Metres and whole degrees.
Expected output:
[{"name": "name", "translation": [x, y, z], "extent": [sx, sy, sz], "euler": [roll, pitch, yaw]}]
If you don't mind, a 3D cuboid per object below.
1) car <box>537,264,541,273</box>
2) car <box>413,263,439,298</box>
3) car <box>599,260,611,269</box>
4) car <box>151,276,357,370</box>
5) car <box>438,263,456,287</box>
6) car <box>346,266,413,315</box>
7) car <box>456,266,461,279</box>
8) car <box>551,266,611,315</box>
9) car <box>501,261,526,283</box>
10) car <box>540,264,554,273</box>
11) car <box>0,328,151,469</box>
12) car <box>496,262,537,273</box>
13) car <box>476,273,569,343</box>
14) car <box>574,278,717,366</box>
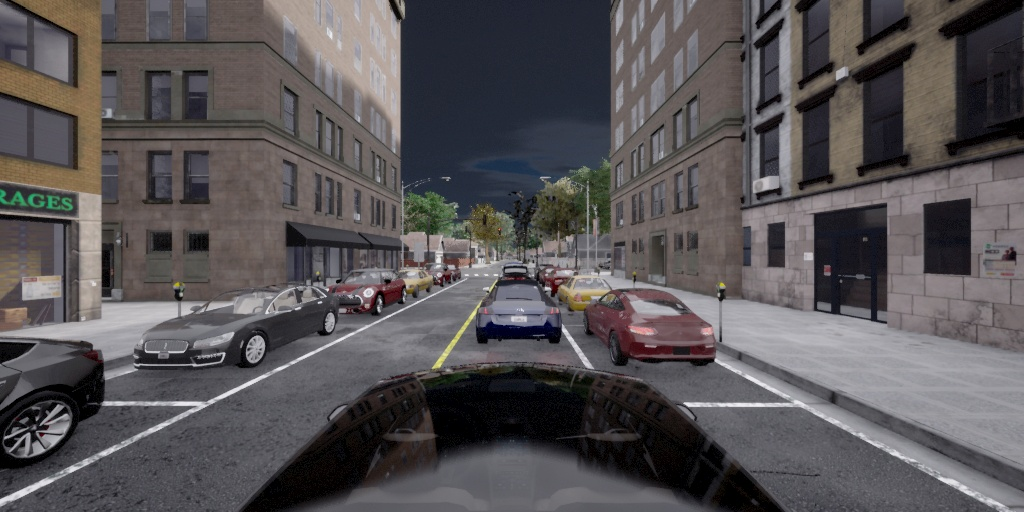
[{"name": "car", "translation": [2.749, 1.341, 24.230], "extent": [1.802, 1.307, 4.207], "euler": [0, 0, 0]}, {"name": "car", "translation": [-5.306, 1.281, 18.582], "extent": [1.751, 1.417, 4.829], "euler": [0, 0, 0]}, {"name": "car", "translation": [14.987, 1.170, 49.404], "extent": [4.902, 1.511, 2.128], "euler": [0, 0, 0]}, {"name": "car", "translation": [-5.364, 1.301, 7.715], "extent": [2.007, 1.370, 4.403], "euler": [0, 0, 0]}, {"name": "car", "translation": [-5.276, 1.199, 24.271], "extent": [1.967, 1.591, 4.097], "euler": [0, 0, 0]}, {"name": "car", "translation": [-5.334, 1.192, 13.233], "extent": [1.967, 1.591, 4.097], "euler": [0, 0, 0]}, {"name": "car", "translation": [-5.247, 1.344, 29.790], "extent": [1.802, 1.307, 4.207], "euler": [0, 0, 0]}, {"name": "car", "translation": [2.691, 1.278, 13.364], "extent": [1.751, 1.417, 4.829], "euler": [0, 0, 0]}, {"name": "car", "translation": [0.130, 1.240, 29.317], "extent": [1.882, 1.535, 5.008], "euler": [0, 0, 0]}, {"name": "car", "translation": [2.720, 1.301, 18.712], "extent": [1.888, 1.381, 4.507], "euler": [0, 0, 0]}, {"name": "car", "translation": [-5.393, 1.316, 2.197], "extent": [1.948, 1.339, 4.313], "euler": [0, 0, 0]}, {"name": "car", "translation": [0.186, 1.261, 19.636], "extent": [1.837, 1.490, 4.892], "euler": [0, 0, 0]}, {"name": "car", "translation": [0.140, 1.315, 9.651], "extent": [1.994, 1.385, 4.181], "euler": [0, 0, 0]}, {"name": "car", "translation": [2.661, 1.332, 7.676], "extent": [1.802, 1.307, 4.207], "euler": [0, 0, 0]}]
